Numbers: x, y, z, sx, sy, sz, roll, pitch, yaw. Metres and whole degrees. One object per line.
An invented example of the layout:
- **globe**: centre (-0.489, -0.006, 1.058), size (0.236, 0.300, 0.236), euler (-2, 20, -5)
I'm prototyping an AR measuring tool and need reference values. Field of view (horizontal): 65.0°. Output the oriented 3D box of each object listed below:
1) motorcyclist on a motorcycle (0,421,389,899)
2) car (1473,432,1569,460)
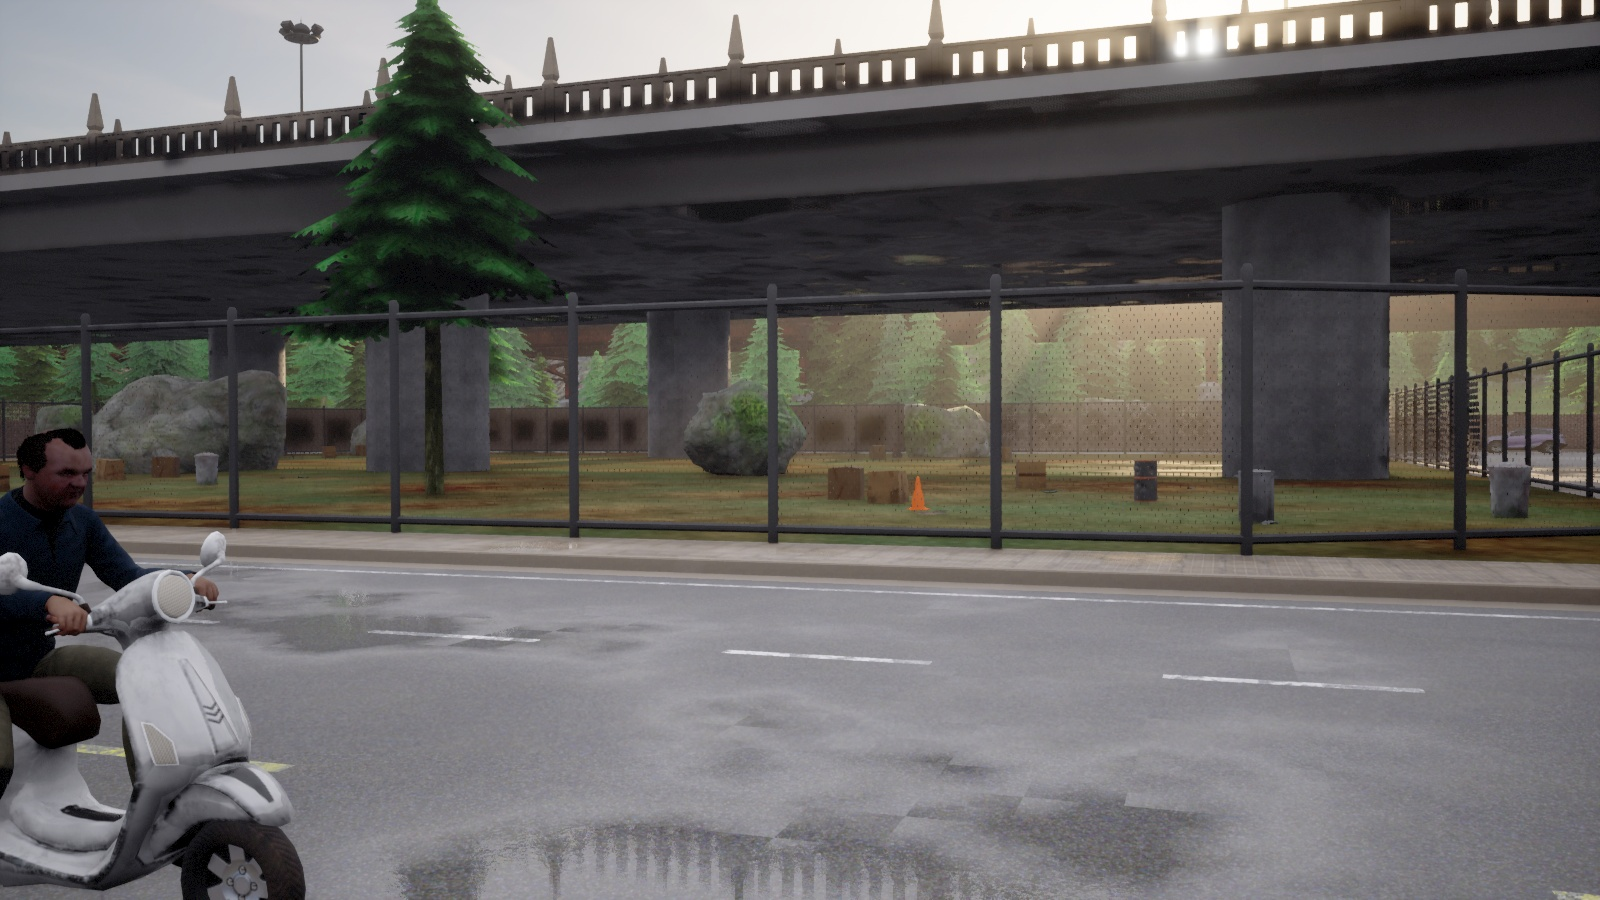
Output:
- **motorcyclist on a motorcycle**: centre (-2.341, 0.707, 3.980), size (1.817, 1.590, 0.866), euler (1, 1, 19)
- **car**: centre (44.319, -0.259, 77.294), size (4.856, 1.649, 2.033), euler (1, 1, 20)
